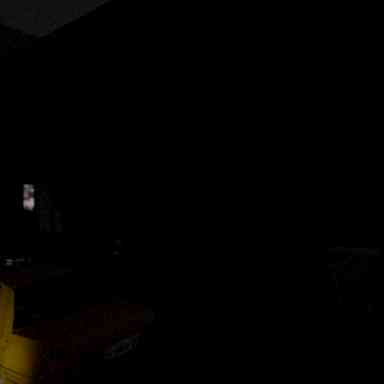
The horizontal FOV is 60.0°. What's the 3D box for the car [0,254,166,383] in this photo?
[{"bbox_3d":[-2.593,1.573,4.733,4.829,1.417,1.752,-1,-1,36],"label":"car"}]
